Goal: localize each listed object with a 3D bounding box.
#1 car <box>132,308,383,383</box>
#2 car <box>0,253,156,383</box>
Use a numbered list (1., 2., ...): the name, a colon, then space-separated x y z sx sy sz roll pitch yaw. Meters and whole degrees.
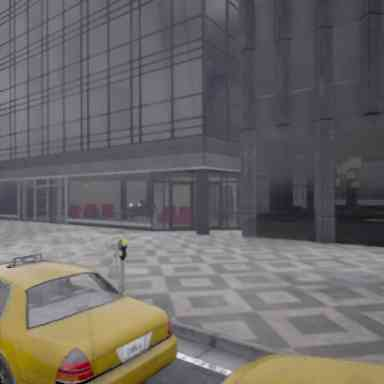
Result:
1. car: 2.102 1.518 1.462 4.829 1.417 1.752 -1 0 36
2. car: -2.462 1.561 4.722 4.829 1.417 1.752 -1 0 36
